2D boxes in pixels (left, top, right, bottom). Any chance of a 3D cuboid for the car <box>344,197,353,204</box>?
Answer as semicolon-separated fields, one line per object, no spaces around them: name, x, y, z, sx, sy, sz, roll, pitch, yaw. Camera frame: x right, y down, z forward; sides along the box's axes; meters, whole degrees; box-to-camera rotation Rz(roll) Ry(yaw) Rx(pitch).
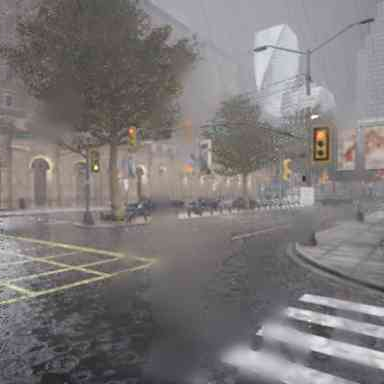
car;27.975;1.534;60.672;1.895;1.301;4.718;0;0;36

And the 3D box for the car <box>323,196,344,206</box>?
car;22.108;1.438;52.548;1.837;1.490;4.892;0;0;36

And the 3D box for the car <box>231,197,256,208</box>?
car;7.133;1.391;45.805;1.837;1.490;4.892;0;0;36

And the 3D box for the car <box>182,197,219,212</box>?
car;1.313;1.391;37.765;1.837;1.490;4.892;0;0;36

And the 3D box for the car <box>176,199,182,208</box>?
car;-3.171;1.444;42.917;1.895;1.301;4.718;0;0;36

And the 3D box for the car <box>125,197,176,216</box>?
car;-3.975;1.237;30.446;2.097;1.767;4.553;0;0;36
